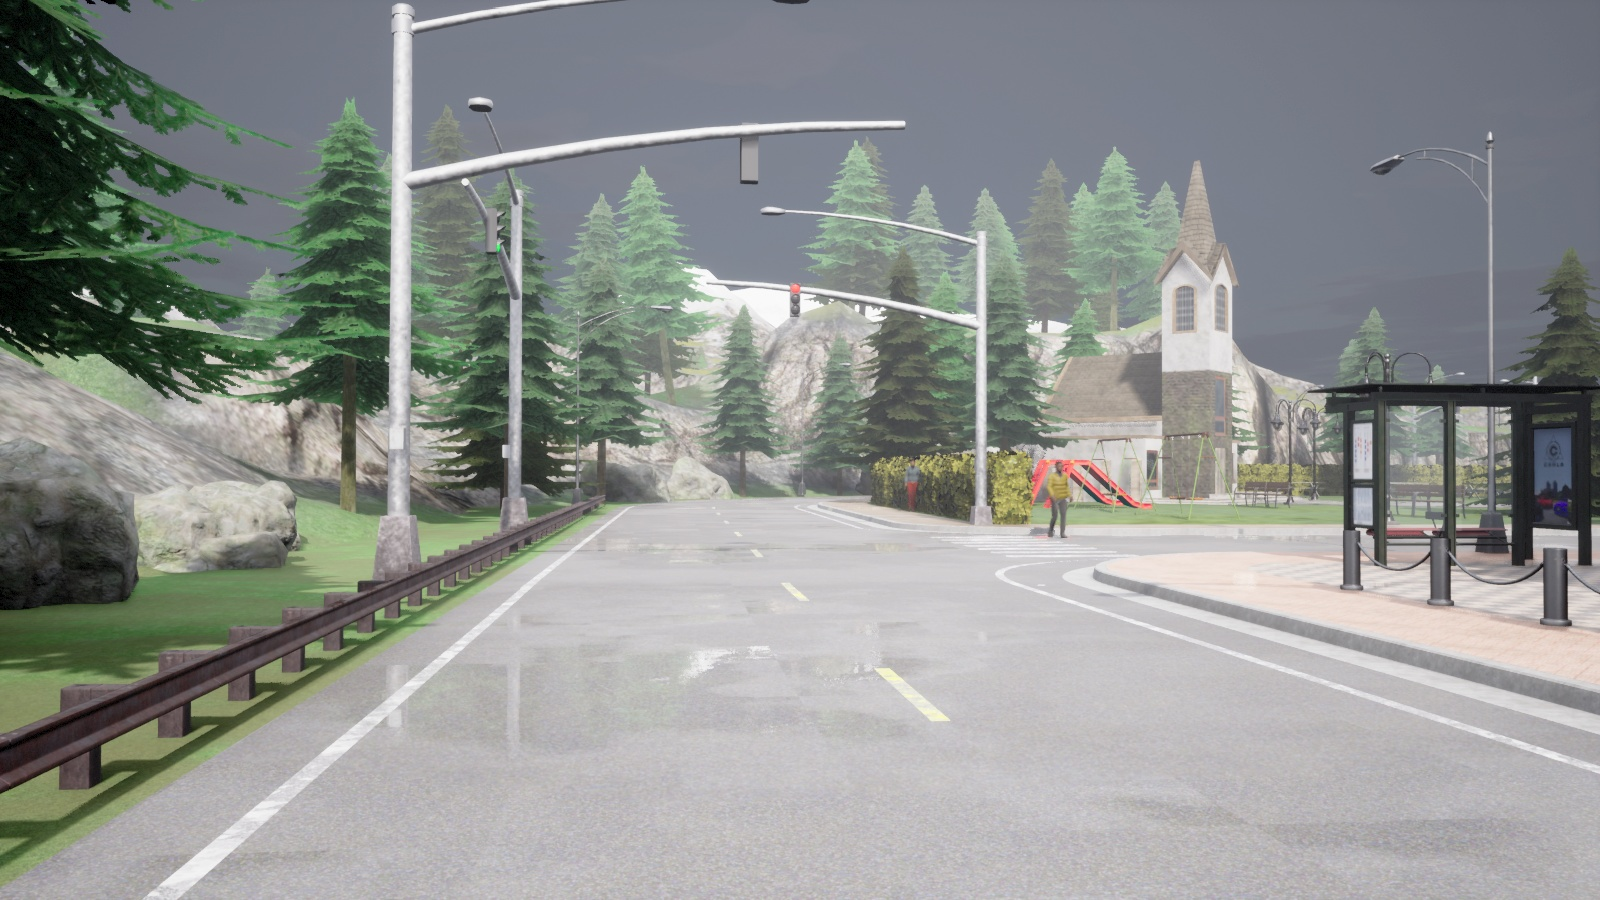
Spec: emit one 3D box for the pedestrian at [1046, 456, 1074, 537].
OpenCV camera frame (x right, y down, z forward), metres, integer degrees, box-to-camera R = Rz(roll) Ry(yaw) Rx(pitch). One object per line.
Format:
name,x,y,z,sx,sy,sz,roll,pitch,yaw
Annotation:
pedestrian,6.015,1.063,29.085,0.431,1.840,0.709,0,-1,-6

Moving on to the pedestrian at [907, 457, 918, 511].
pedestrian,3.898,1.173,43.432,0.353,1.847,0.614,0,-1,7
